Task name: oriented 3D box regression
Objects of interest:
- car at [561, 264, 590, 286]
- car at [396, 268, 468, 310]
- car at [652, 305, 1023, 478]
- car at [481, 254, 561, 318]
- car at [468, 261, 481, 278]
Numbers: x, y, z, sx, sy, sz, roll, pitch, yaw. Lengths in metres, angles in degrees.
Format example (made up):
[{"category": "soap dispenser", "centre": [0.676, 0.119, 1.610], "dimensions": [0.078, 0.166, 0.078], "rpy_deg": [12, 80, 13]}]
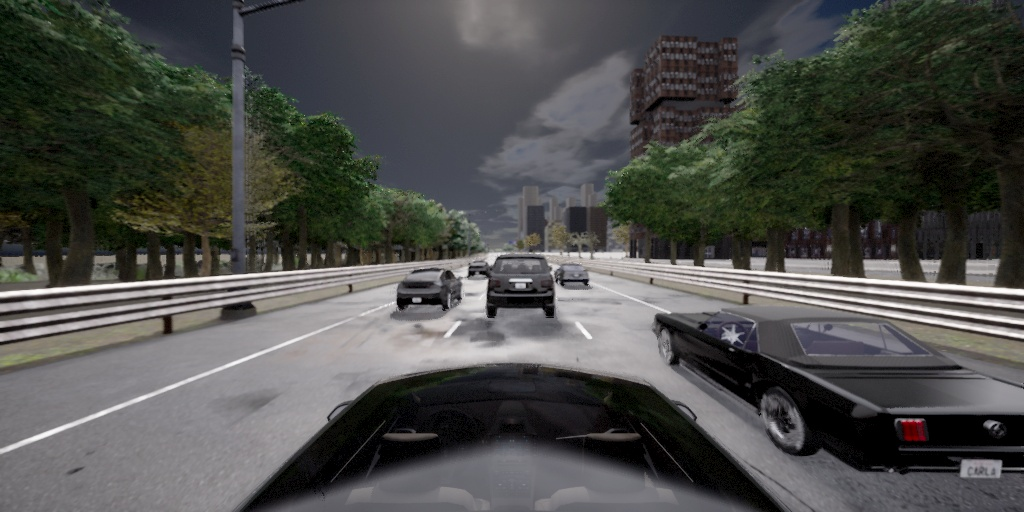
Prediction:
[{"category": "car", "centre": [4.002, 1.233, 24.633], "dimensions": [2.033, 1.411, 5.357], "rpy_deg": [0, 0, 1]}, {"category": "car", "centre": [-3.163, 1.231, 14.496], "dimensions": [1.837, 1.490, 4.892], "rpy_deg": [0, 0, 1]}, {"category": "car", "centre": [3.646, 1.338, 4.963], "dimensions": [1.895, 1.301, 4.718], "rpy_deg": [0, 0, 1]}, {"category": "car", "centre": [0.323, 0.946, 13.061], "dimensions": [2.150, 2.045, 5.566], "rpy_deg": [0, 0, 2]}, {"category": "car", "centre": [-2.908, 1.178, 32.584], "dimensions": [1.837, 1.490, 4.892], "rpy_deg": [0, 0, 1]}]
